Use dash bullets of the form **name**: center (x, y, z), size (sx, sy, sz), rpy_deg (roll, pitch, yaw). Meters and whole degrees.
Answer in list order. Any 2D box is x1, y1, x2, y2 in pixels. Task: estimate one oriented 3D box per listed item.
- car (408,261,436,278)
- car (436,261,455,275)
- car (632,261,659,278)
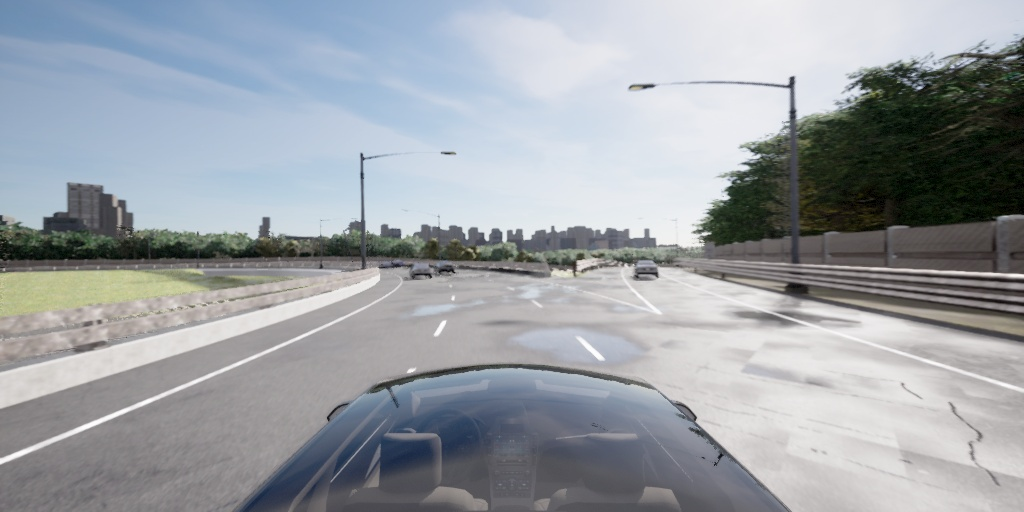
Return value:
- **car**: center (-9.266, 1.458, 36.155), size (2.033, 1.411, 5.357), rpy_deg (-1, 0, -20)
- **car**: center (-8.114, 1.393, 42.644), size (1.837, 1.490, 4.892), rpy_deg (0, 0, -23)
- **car**: center (11.333, 1.087, 30.535), size (2.033, 1.411, 5.357), rpy_deg (-1, 0, 16)
